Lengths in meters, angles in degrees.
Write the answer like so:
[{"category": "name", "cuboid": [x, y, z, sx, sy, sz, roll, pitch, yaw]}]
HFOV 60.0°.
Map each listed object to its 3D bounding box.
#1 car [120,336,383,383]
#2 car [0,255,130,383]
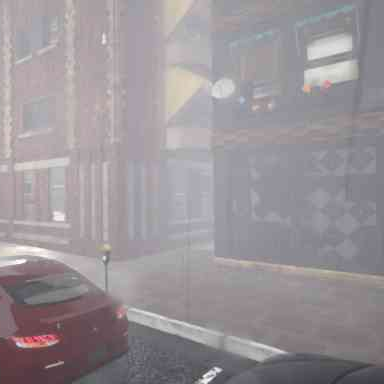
[{"category": "car", "cuboid": [1.909, 1.566, 1.487, 4.313, 1.339, 1.947, 0, -1, 35]}, {"category": "car", "cuboid": [-2.703, 1.582, 4.763, 4.206, 1.307, 1.802, 0, -1, 35]}]
